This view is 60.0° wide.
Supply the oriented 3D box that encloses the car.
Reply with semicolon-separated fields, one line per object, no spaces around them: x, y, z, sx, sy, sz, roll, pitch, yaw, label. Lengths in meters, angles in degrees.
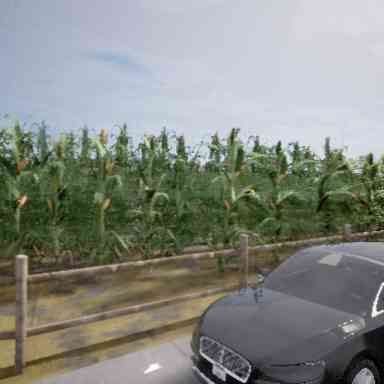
2.247;1.528;4.656;4.892;1.490;1.837;0;0;-35;car
